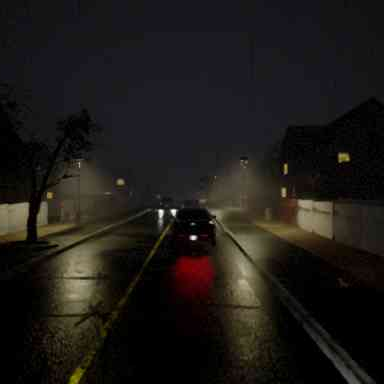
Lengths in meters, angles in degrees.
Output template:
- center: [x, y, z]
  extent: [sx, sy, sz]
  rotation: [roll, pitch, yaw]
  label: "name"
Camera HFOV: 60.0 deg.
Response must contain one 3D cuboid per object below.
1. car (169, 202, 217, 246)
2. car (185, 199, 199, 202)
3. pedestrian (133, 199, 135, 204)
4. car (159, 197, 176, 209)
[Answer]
- center: [0.045, 1.422, 14.678]
  extent: [1.837, 1.490, 4.892]
  rotation: [0, 0, 0]
  label: "car"
- center: [-0.013, 1.391, 30.574]
  extent: [2.033, 1.411, 5.357]
  rotation: [0, 0, 0]
  label: "car"
- center: [-10.125, 1.196, 57.791]
  extent: [0.375, 1.860, 0.375]
  rotation: [0, -2, 5]
  label: "pedestrian"
- center: [-2.931, 1.333, 40.826]
  extent: [1.812, 1.442, 4.674]
  rotation: [0, 0, 0]
  label: "car"
